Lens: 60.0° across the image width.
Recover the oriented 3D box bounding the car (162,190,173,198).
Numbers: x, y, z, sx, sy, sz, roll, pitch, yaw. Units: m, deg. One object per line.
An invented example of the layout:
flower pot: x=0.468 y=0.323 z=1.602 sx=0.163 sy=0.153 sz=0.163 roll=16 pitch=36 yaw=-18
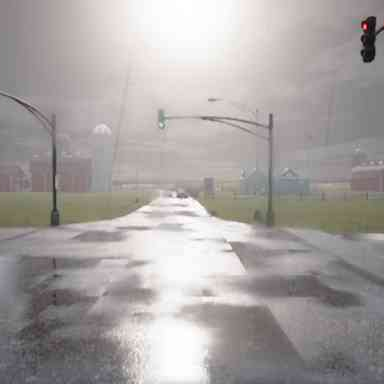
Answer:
car: x=-4.790 y=0.410 z=65.742 sx=1.812 sy=1.442 sz=4.674 roll=0 pitch=1 yaw=-3

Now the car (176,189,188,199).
car: x=-1.797 y=0.544 z=61.747 sx=1.895 sy=1.301 sz=4.718 roll=0 pitch=1 yaw=-3

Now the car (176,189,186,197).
car: x=-2.423 y=0.195 z=71.726 sx=1.837 sy=1.490 sz=4.892 roll=0 pitch=1 yaw=-4
